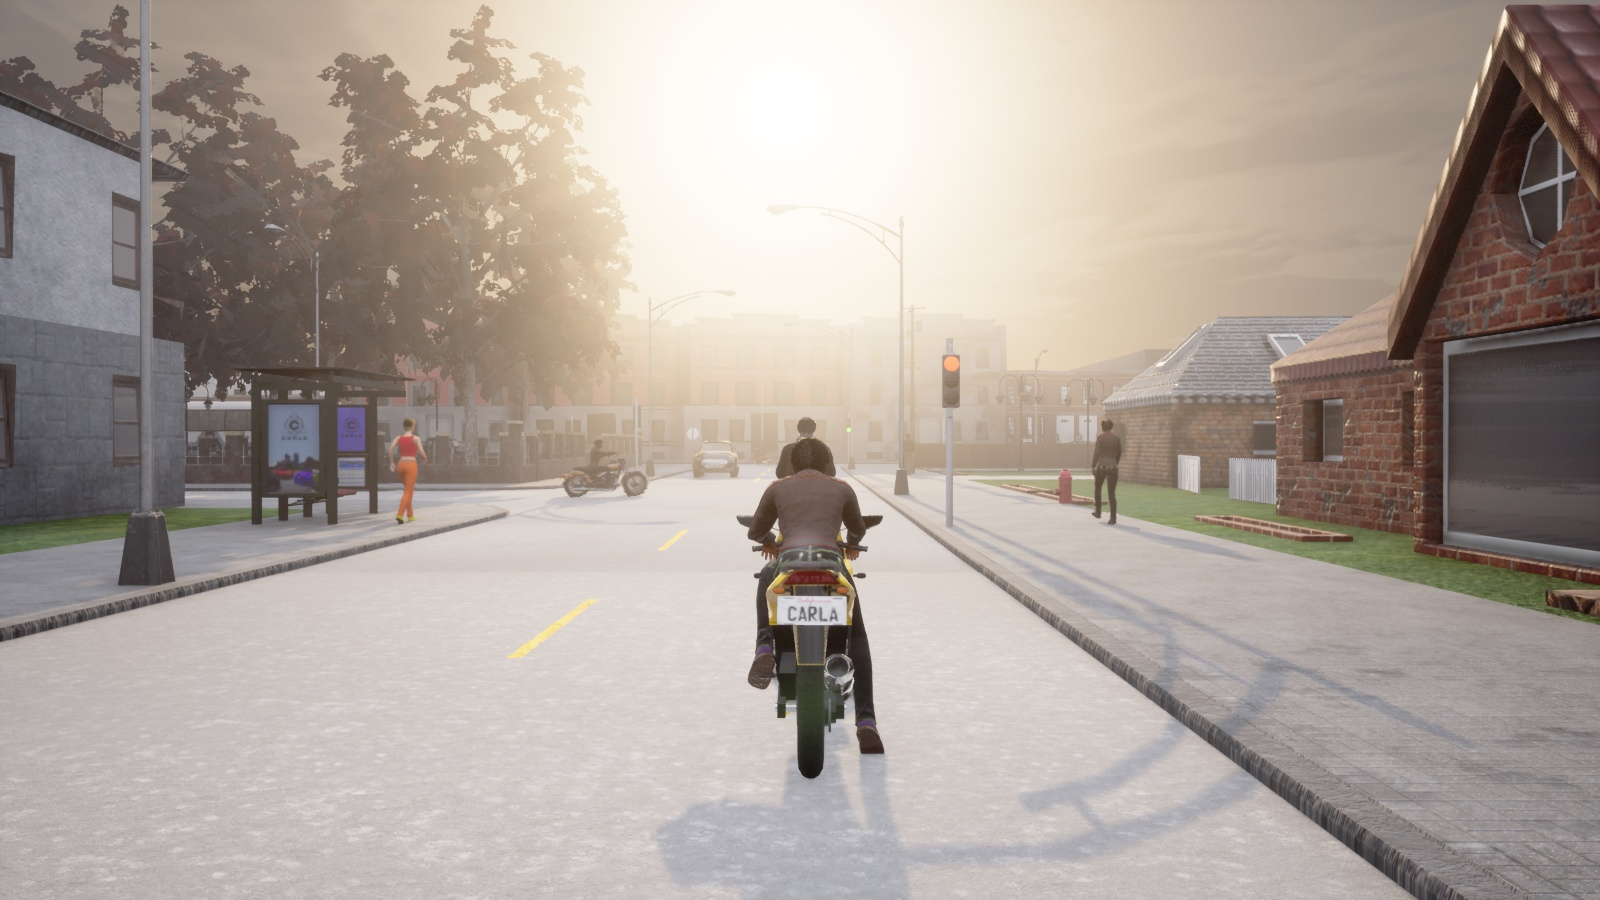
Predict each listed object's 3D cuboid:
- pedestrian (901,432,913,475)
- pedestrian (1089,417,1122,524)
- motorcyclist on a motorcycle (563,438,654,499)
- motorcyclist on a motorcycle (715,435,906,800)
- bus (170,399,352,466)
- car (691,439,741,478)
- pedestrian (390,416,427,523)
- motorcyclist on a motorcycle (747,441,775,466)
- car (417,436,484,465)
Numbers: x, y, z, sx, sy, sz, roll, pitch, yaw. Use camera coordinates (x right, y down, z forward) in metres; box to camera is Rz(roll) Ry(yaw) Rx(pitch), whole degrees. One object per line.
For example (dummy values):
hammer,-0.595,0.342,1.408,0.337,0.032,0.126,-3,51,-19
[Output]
pedestrian,4.634,0.154,54.257,0.431,1.840,0.703,0,0,-3
pedestrian,5.218,0.339,21.499,0.328,1.805,0.869,0,0,-2
motorcyclist on a motorcycle,-5.250,0.498,34.394,2.350,1.649,0.766,0,0,-22
motorcyclist on a motorcycle,0.049,0.693,6.256,0.797,1.523,2.044,0,0,0
bus,-35.270,-1.124,82.490,10.273,4.253,3.944,0,0,1
car,-3.748,0.354,56.532,2.033,1.649,4.856,0,0,-1
pedestrian,-6.787,0.328,21.796,0.345,1.836,0.594,0,0,15
motorcyclist on a motorcycle,-2.588,0.227,83.373,0.866,1.590,1.817,-2,2,-43
car,-22.915,0.058,82.453,3.866,1.878,1.905,0,0,1
